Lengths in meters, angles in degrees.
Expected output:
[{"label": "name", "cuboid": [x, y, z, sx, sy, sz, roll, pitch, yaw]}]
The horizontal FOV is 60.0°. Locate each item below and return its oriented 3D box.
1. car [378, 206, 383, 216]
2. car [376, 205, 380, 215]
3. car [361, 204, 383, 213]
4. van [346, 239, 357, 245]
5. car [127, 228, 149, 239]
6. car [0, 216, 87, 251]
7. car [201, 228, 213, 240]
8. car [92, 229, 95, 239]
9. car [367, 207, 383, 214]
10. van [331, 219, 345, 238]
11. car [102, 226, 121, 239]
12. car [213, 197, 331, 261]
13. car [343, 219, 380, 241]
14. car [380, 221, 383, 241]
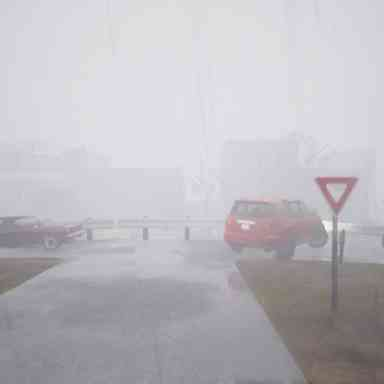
[{"label": "car", "cuboid": [40.891, 4.082, 67.174, 5.008, 1.535, 2.097, -1, 1, -17]}, {"label": "car", "cuboid": [41.012, 3.921, 70.173, 4.553, 1.767, 2.185, -1, 0, -17]}, {"label": "car", "cuboid": [41.409, 3.851, 76.177, 4.553, 1.767, 2.185, -1, 1, -17]}, {"label": "van", "cuboid": [10.713, 4.435, 20.220, 1.878, 1.987, 4.442, 0, 1, -18]}, {"label": "car", "cuboid": [-6.226, 4.480, 37.729, 2.163, 1.488, 4.792, 0, 0, -18]}, {"label": "car", "cuboid": [-6.965, 1.662, 13.801, 4.718, 1.301, 1.895, -2, 1, 2]}, {"label": "car", "cuboid": [2.623, 4.326, 37.538, 2.185, 1.767, 4.553, 0, 0, -18]}, {"label": "car", "cuboid": [-12.153, 4.449, 37.917, 2.097, 1.535, 5.008, 0, 0, -19]}, {"label": "car", "cuboid": [41.210, 4.052, 73.177, 4.674, 1.452, 2.002, -1, 0, -17]}, {"label": "van", "cuboid": [14.422, 4.226, 37.291, 1.878, 1.987, 4.442, 0, 0, -18]}, {"label": "car", "cuboid": [-9.266, 4.447, 38.007, 1.946, 1.575, 5.366, 0, 0, -18]}, {"label": "car", "cuboid": [3.410, 1.244, 13.070, 2.150, 2.045, 5.566, 3, 2, 38]}, {"label": "car", "cuboid": [17.435, 4.200, 37.076, 2.435, 2.045, 5.566, 0, 0, -18]}, {"label": "car", "cuboid": [20.393, 4.200, 36.993, 2.435, 2.045, 5.566, 0, 0, -18]}]
